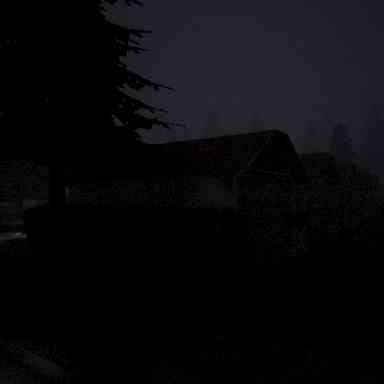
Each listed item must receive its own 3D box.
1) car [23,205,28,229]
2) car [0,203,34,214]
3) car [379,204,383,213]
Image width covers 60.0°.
[{"bbox_3d":[-9.408,1.868,23.729,2.097,1.767,4.553,-1,-1,36],"label":"car"},{"bbox_3d":[-26.751,2.508,51.076,1.994,1.385,4.181,-1,-1,35],"label":"car"},{"bbox_3d":[22.620,2.039,41.475,4.902,1.511,2.128,-1,-1,29],"label":"car"}]
